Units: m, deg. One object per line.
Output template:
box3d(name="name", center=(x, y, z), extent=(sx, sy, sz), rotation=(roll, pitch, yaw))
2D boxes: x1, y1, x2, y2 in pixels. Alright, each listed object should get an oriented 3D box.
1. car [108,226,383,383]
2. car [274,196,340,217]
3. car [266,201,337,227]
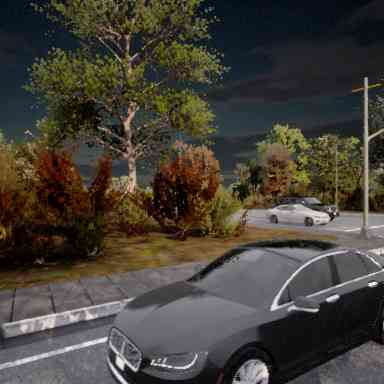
box3d(name="car", center=(1.260, 1.505, 4.798), extent=(4.892, 1.490, 1.837), rotation=(0, 0, -35))
box3d(name="car", center=(9.110, 1.316, 27.274), extent=(2.150, 2.045, 5.566), rotation=(0, -1, -37))
box3d(name="car", center=(7.426, 1.600, 23.679), extent=(1.812, 1.442, 4.674), rotation=(0, -1, -38))
